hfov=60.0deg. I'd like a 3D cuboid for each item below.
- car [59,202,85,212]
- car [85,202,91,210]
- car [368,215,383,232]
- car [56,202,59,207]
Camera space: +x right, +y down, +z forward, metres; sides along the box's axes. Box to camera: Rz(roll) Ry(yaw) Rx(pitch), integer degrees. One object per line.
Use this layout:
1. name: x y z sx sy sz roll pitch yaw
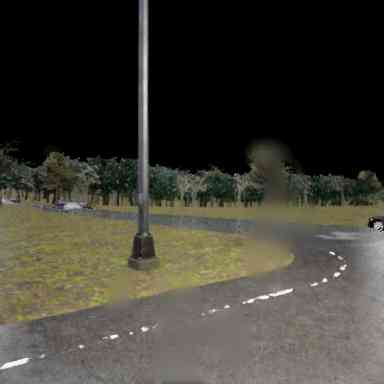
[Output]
1. car: -18.694 2.359 51.782 1.812 1.442 4.674 2 -3 -35
2. car: -22.384 2.886 68.870 1.837 1.490 4.892 3 -2 -36
3. car: 13.000 1.688 19.420 1.882 1.535 5.008 2 -2 -36
4. car: -32.546 3.148 83.075 1.882 1.535 5.008 3 -2 -36
